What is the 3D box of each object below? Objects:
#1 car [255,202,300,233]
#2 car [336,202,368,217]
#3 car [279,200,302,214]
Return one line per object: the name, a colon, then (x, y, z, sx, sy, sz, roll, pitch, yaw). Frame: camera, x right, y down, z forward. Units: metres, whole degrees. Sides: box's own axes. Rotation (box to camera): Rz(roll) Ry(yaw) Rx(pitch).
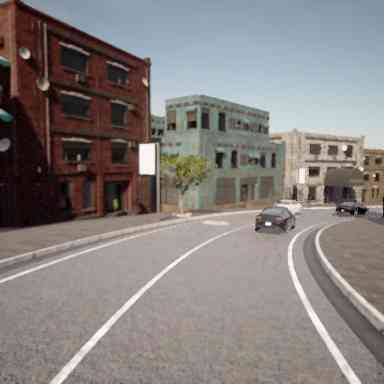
car: (5.178, 1.599, 20.361, 1.812, 1.442, 4.674, 3, 1, 25)
car: (17.483, 1.805, 36.197, 5.008, 1.535, 1.882, 1, 3, -42)
car: (9.442, 1.517, 33.319, 1.812, 1.442, 4.674, 4, 2, 42)
